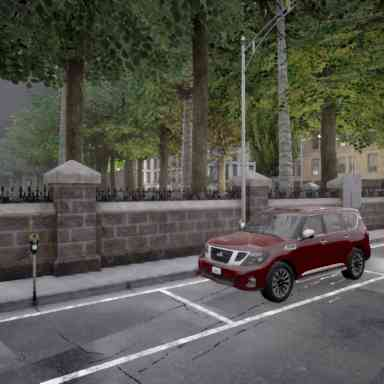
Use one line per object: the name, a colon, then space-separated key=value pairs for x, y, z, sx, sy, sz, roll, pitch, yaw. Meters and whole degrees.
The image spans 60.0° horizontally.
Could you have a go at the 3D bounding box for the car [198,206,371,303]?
car: x=2.542 y=1.314 z=8.402 sx=5.009 sy=1.841 sz=2.192 roll=0 pitch=0 yaw=-36
